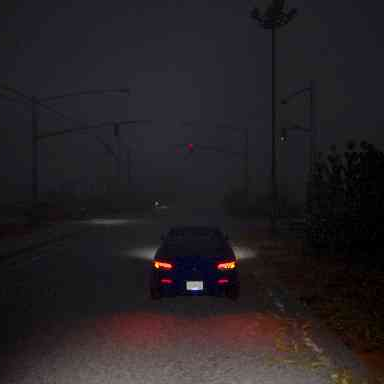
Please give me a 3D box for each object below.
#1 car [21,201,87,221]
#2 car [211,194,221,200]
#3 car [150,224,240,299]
[{"bbox_3d":[-10.715,1.443,25.935,5.008,1.535,1.882,0,0,11],"label":"car"},{"bbox_3d":[4.981,1.060,68.001,1.895,1.301,4.718,0,-2,8],"label":"car"},{"bbox_3d":[0.073,1.526,8.313,1.812,1.442,4.674,0,0,1],"label":"car"}]
